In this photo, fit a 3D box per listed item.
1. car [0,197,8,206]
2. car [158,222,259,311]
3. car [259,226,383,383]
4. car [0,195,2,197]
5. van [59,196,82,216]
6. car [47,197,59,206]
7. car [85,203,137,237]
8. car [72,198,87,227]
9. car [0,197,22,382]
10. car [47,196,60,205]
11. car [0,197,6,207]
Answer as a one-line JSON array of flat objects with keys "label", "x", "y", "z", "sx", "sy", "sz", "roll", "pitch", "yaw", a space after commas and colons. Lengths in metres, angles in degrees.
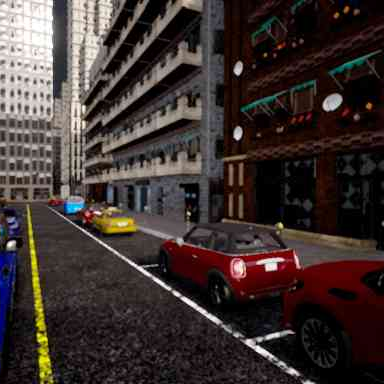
[{"label": "car", "x": -31.157, "y": 1.509, "z": 54.167, "sx": 1.887, "sy": 1.381, "sz": 4.507, "roll": -1, "pitch": 0, "yaw": -26}, {"label": "car", "x": 0.633, "y": 1.437, "z": 8.031, "sx": 1.967, "sy": 1.590, "sz": 4.097, "roll": -1, "pitch": 0, "yaw": -26}, {"label": "car", "x": 3.107, "y": 1.315, "z": 3.063, "sx": 2.192, "sy": 1.841, "sz": 5.009, "roll": -1, "pitch": 0, "yaw": -26}, {"label": "car", "x": -26.210, "y": 1.287, "z": 44.232, "sx": 2.192, "sy": 1.841, "sz": 5.009, "roll": -1, "pitch": 0, "yaw": -26}, {"label": "van", "x": -11.741, "y": 1.324, "z": 32.864, "sx": 1.690, "sy": 1.788, "sz": 3.998, "roll": -1, "pitch": 0, "yaw": -26}, {"label": "car", "x": -21.637, "y": 1.513, "z": 52.732, "sx": 1.887, "sy": 1.381, "sz": 4.507, "roll": -1, "pitch": 0, "yaw": -26}, {"label": "car", "x": -4.391, "y": 1.517, "z": 18.117, "sx": 1.752, "sy": 1.417, "sz": 4.829, "roll": -1, "pitch": 0, "yaw": -26}, {"label": "car", "x": -6.791, "y": 1.429, "z": 22.931, "sx": 1.967, "sy": 1.590, "sz": 4.097, "roll": -1, "pitch": 0, "yaw": -26}, {"label": "car", "x": -3.966, "y": 1.219, "z": 5.154, "sx": 2.150, "sy": 2.045, "sz": 5.566, "roll": 0, "pitch": 0, "yaw": -26}, {"label": "car", "x": -24.188, "y": 1.490, "z": 57.851, "sx": 1.752, "sy": 1.417, "sz": 4.829, "roll": -1, "pitch": 0, "yaw": -26}, {"label": "car", "x": -28.682, "y": 1.534, "z": 49.201, "sx": 1.947, "sy": 1.339, "sz": 4.313, "roll": -1, "pitch": 0, "yaw": -26}]
